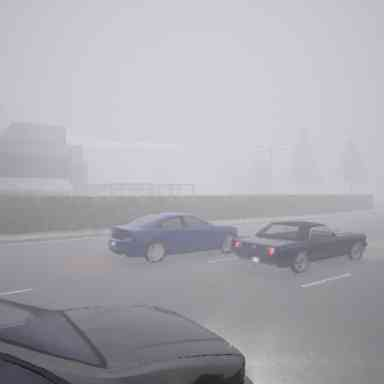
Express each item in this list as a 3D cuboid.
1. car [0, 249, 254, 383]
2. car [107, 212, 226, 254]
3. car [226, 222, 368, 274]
[{"bbox_3d":[-2.024,1.547,2.302,5.357,1.411,2.033,0,0,-35],"label":"car"},{"bbox_3d":[-0.495,1.477,11.990,5.008,1.535,1.882,0,0,-35],"label":"car"},{"bbox_3d":[3.581,1.601,10.599,4.718,1.301,1.895,0,0,-35],"label":"car"}]
